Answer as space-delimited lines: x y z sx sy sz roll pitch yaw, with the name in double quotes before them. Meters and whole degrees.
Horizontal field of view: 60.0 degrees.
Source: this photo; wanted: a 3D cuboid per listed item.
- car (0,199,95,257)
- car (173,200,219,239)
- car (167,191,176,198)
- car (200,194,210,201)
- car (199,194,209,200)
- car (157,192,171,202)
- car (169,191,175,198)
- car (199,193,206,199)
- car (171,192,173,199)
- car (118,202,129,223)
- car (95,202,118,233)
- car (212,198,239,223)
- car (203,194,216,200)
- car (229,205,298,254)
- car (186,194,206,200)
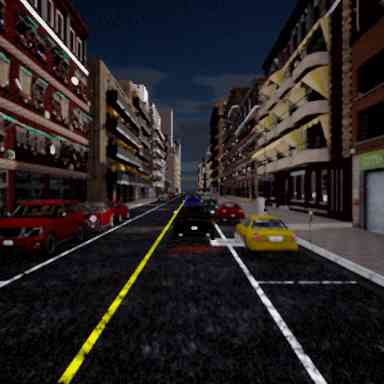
"car" -5.690 1.239 12.807 2.192 1.841 5.009 0 0 0
"car" 0.110 1.379 16.656 1.882 1.535 5.008 0 0 0
"car" -5.701 0.763 91.713 2.192 1.841 5.009 0 0 0
"car" 2.682 1.110 69.336 1.752 1.417 4.829 0 0 0
"car" 2.681 1.117 74.802 1.947 1.339 4.313 0 0 0
"car" -5.698 1.170 63.532 2.008 1.369 4.403 0 0 0
"car" -5.701 1.061 80.441 1.887 1.381 4.507 0 0 0
"car" 2.679 1.064 86.075 1.802 1.307 4.206 0 0 0
"car" -5.699 1.136 69.169 2.008 1.369 4.403 0 0 0
"car" -5.692 1.402 24.081 1.887 1.381 4.507 0 0 0
"car" -5.692 1.330 18.443 1.967 1.590 4.097 0 0 0
"car" 2.688 1.402 24.077 1.887 1.381 4.507 0 0 0
"car" 2.685 1.273 46.621 2.008 1.369 4.403 0 0 0
"car" 2.690 1.448 12.975 1.752 1.417 4.829 0 0 0
"car" 0.096 1.277 33.789 1.882 1.535 5.008 0 0 0
